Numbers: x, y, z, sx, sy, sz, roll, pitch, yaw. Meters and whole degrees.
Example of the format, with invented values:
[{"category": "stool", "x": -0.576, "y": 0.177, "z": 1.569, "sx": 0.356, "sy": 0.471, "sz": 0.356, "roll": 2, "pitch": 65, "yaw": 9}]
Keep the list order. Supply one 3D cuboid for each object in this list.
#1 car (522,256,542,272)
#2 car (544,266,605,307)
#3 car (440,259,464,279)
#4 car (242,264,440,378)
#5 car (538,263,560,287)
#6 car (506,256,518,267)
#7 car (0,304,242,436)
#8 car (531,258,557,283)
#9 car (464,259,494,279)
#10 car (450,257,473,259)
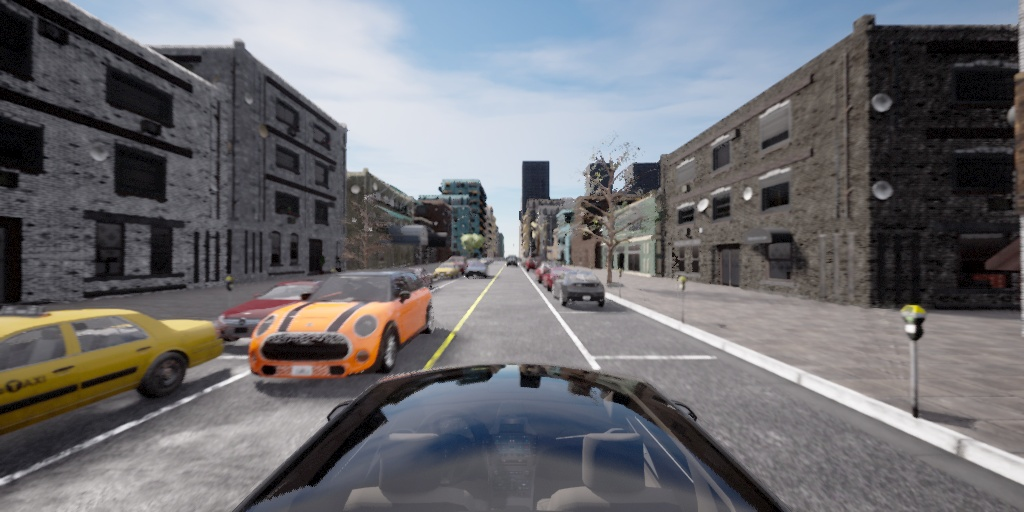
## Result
[{"category": "car", "x": 2.707, "y": 0.964, "z": 42.813, "sx": 2.192, "sy": 1.841, "sz": 5.009, "roll": 0, "pitch": 0, "yaw": 0}, {"category": "car", "x": 2.696, "y": 1.267, "z": 15.148, "sx": 2.007, "sy": 1.370, "sz": 4.403, "roll": 0, "pitch": 0, "yaw": 0}, {"category": "car", "x": -5.679, "y": 1.200, "z": 31.581, "sx": 1.751, "sy": 1.417, "sz": 4.829, "roll": 0, "pitch": 0, "yaw": 0}, {"category": "car", "x": -3.086, "y": 1.087, "z": 7.531, "sx": 2.097, "sy": 1.767, "sz": 4.553, "roll": 0, "pitch": 0, "yaw": 0}, {"category": "car", "x": 2.698, "y": 1.285, "z": 20.681, "sx": 1.802, "sy": 1.307, "sz": 4.207, "roll": 0, "pitch": 0, "yaw": 0}, {"category": "car", "x": 0.022, "y": 1.114, "z": 60.750, "sx": 1.837, "sy": 1.490, "sz": 4.892, "roll": 0, "pitch": 0, "yaw": 0}, {"category": "car", "x": -5.688, "y": 1.269, "z": 3.916, "sx": 1.751, "sy": 1.417, "sz": 4.829, "roll": 0, "pitch": 0, "yaw": 0}, {"category": "car", "x": 2.700, "y": 1.128, "z": 26.214, "sx": 1.967, "sy": 1.591, "sz": 4.097, "roll": 0, "pitch": 0, "yaw": 0}, {"category": "car", "x": -3.020, "y": 1.222, "z": 32.279, "sx": 2.033, "sy": 1.411, "sz": 5.357, "roll": 0, "pitch": 0, "yaw": 1}, {"category": "car", "x": -5.677, "y": 0.976, "z": 37.285, "sx": 2.192, "sy": 1.841, "sz": 5.009, "roll": 0, "pitch": 0, "yaw": 0}]
